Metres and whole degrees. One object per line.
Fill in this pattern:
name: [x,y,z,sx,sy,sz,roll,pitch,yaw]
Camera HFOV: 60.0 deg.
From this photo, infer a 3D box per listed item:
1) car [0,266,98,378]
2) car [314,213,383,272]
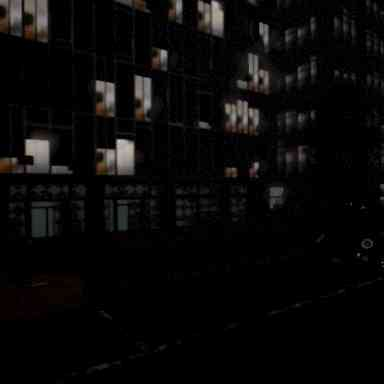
car: [-3.650,1.527,3.966,4.829,1.417,1.752,0,0,-35]
car: [5.743,1.428,10.665,4.097,1.590,1.967,0,0,-35]
